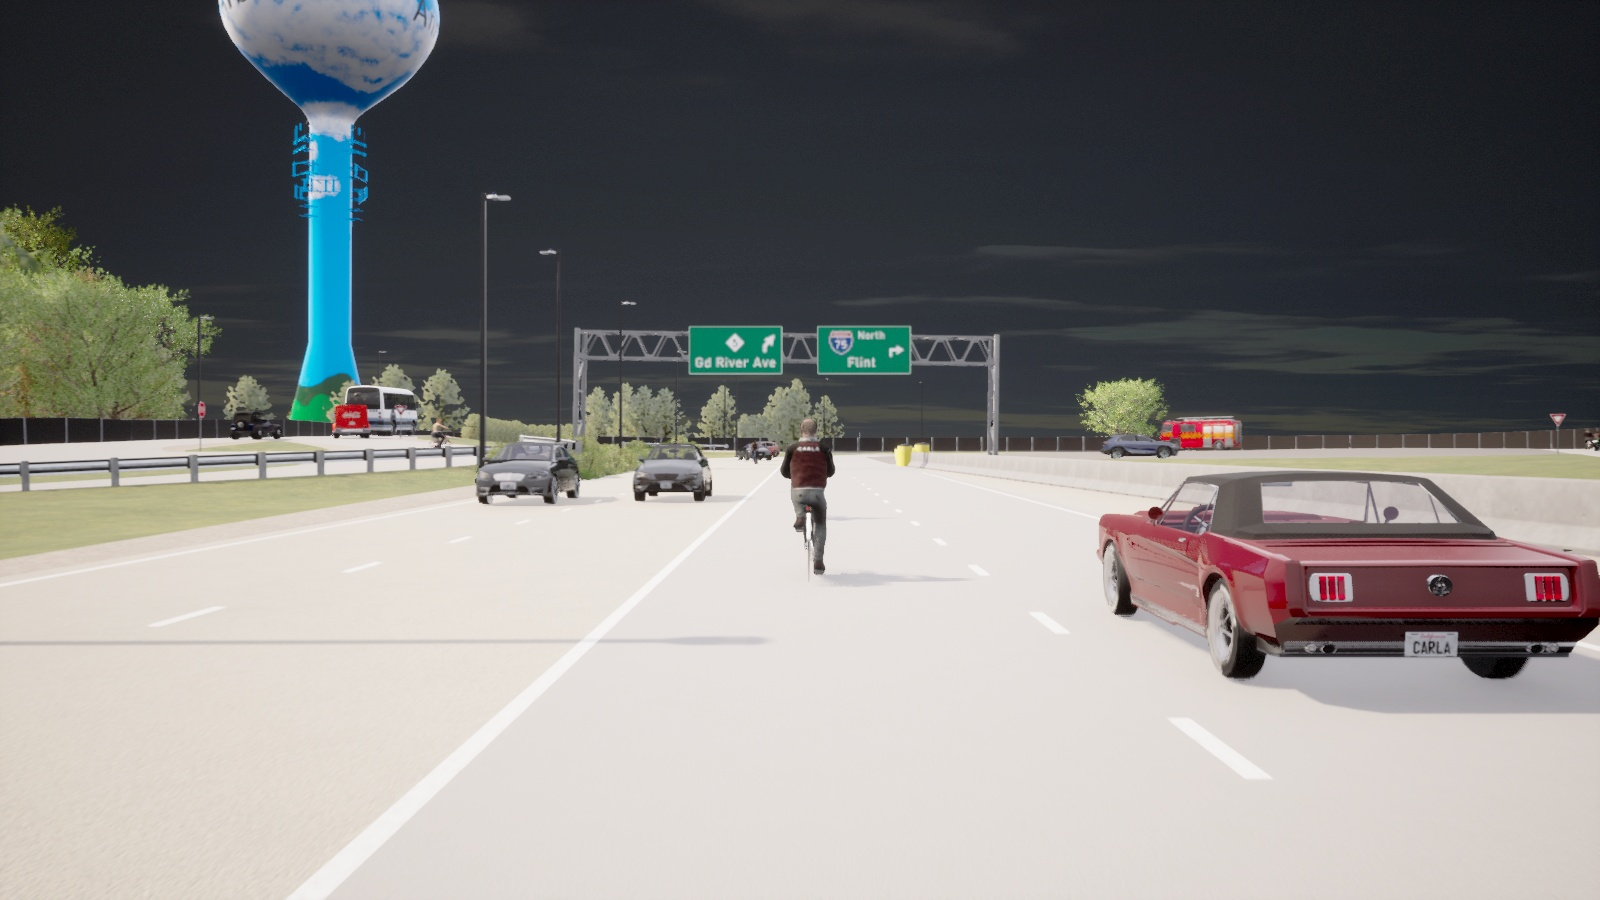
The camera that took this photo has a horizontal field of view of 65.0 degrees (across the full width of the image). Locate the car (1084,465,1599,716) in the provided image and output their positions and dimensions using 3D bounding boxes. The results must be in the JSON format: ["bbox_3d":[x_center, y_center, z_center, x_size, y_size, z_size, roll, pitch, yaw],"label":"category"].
[{"bbox_3d":[3.568,0.800,9.270,1.895,1.301,4.718,0,0,0],"label":"car"}]

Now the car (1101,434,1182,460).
[{"bbox_3d":[21.943,-0.187,80.912,4.856,1.649,2.033,0,0,11],"label":"car"}]

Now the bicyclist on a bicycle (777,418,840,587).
[{"bbox_3d":[0.096,0.541,14.041,0.659,1.776,1.843,0,1,0],"label":"bicyclist on a bicycle"}]

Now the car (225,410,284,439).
[{"bbox_3d":[-36.096,-1.707,83.159,1.905,1.878,3.866,0,1,7],"label":"car"}]

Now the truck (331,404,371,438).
[{"bbox_3d":[-33.470,-2.170,93.488,2.627,2.467,5.204,-1,2,-22],"label":"truck"}]

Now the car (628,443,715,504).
[{"bbox_3d":[-3.297,0.569,32.869,1.816,1.474,4.193,0,0,0],"label":"car"}]

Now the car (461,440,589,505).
[{"bbox_3d":[-6.804,0.513,31.653,2.128,1.511,4.902,0,0,0],"label":"car"}]
